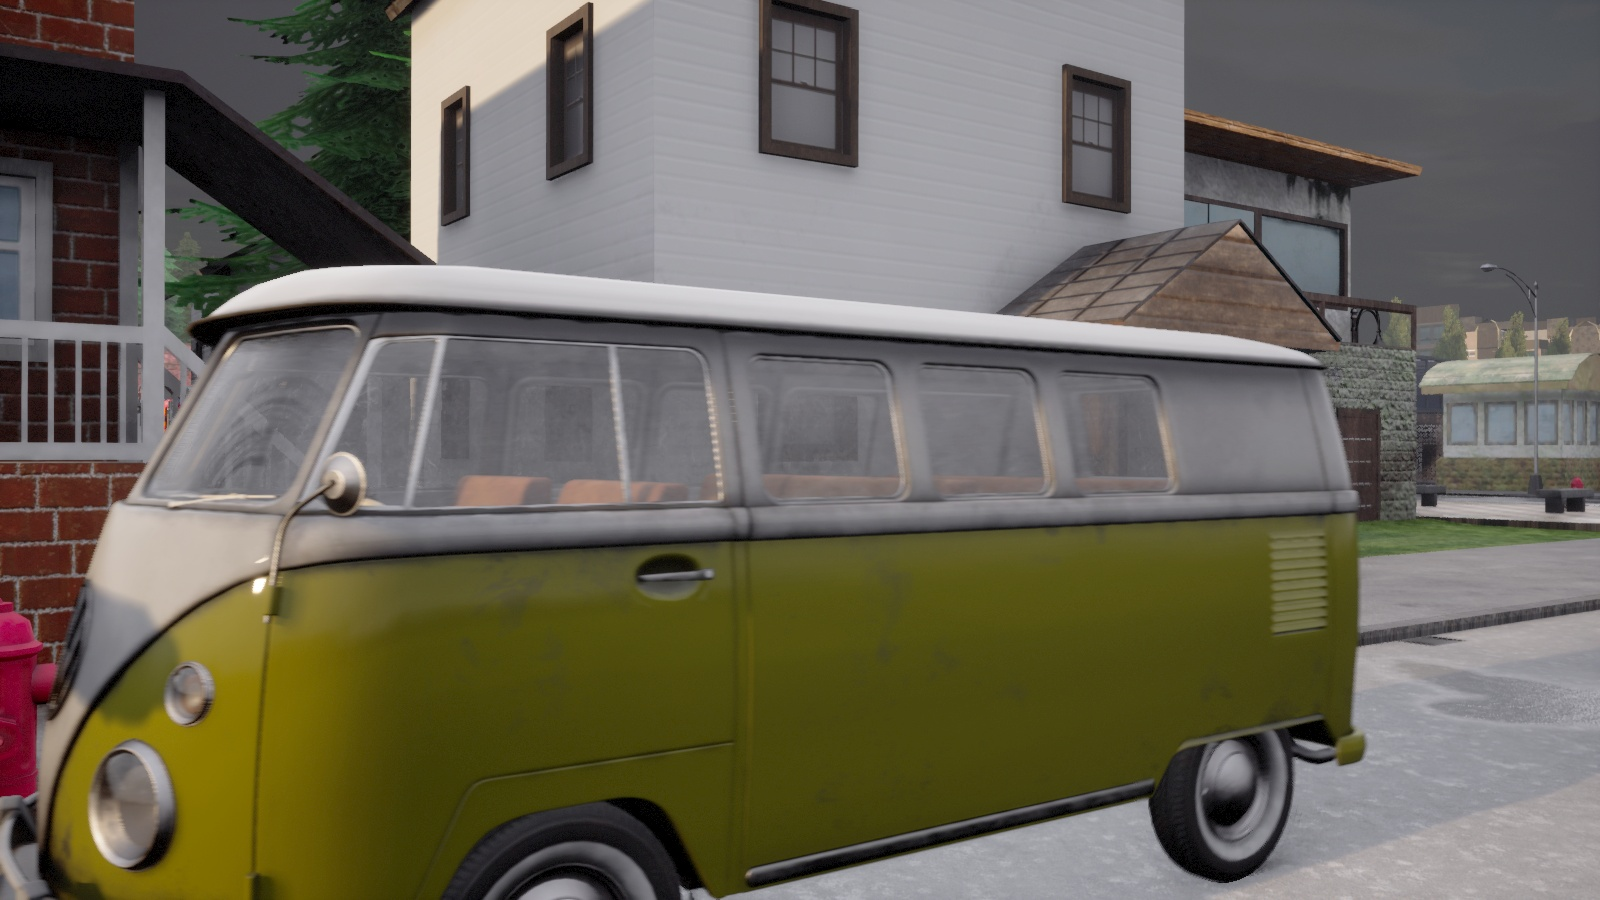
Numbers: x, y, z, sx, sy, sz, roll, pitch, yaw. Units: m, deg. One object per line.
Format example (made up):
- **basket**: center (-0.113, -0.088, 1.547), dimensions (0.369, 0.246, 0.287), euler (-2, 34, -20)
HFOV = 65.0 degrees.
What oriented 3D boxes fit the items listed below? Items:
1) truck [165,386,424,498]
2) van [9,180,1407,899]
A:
- **truck**: center (-18.604, -0.266, 46.530), dimensions (8.468, 3.827, 2.891), euler (0, 0, -35)
- **van**: center (-0.012, 0.508, 4.261), dimensions (4.442, 1.987, 1.775), euler (0, 0, -35)
